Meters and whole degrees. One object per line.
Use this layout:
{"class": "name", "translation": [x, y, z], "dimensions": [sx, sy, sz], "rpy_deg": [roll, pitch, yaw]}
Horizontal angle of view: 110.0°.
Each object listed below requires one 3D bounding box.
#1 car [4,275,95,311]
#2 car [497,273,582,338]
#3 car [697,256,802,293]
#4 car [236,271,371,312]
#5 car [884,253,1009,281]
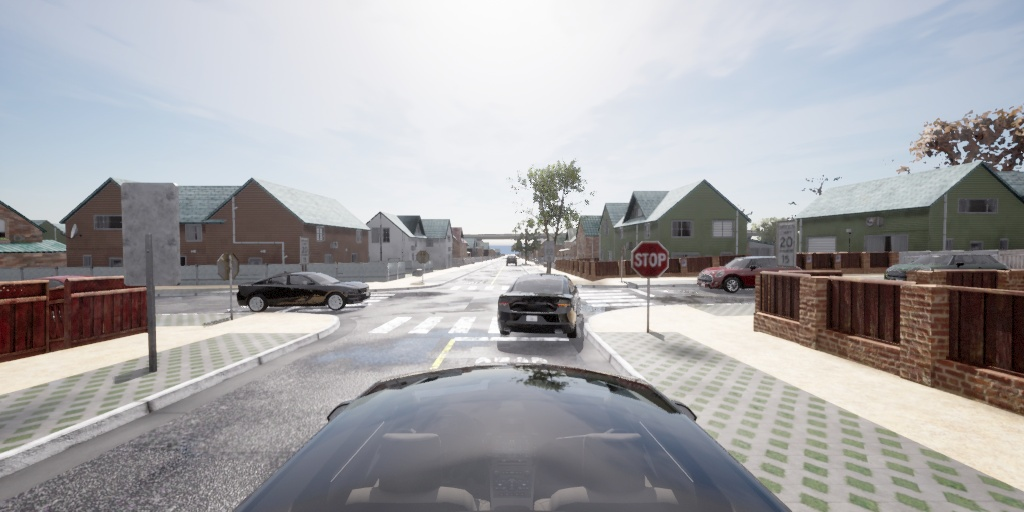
{"class": "car", "translation": [-18.035, 1.546, 14.747], "dimensions": [5.008, 1.535, 1.882], "rpy_deg": [-1, 2, 0]}
{"class": "car", "translation": [0.949, 1.224, 10.303], "dimensions": [1.882, 1.535, 5.008], "rpy_deg": [0, 0, 12]}
{"class": "car", "translation": [11.790, 0.820, 17.924], "dimensions": [4.553, 1.767, 2.097], "rpy_deg": [-1, 2, 0]}
{"class": "car", "translation": [-8.482, 1.376, 14.820], "dimensions": [5.008, 1.535, 1.882], "rpy_deg": [-1, 2, 0]}
{"class": "car", "translation": [21.685, 0.646, 18.006], "dimensions": [4.553, 1.767, 2.097], "rpy_deg": [-1, 2, 0]}
